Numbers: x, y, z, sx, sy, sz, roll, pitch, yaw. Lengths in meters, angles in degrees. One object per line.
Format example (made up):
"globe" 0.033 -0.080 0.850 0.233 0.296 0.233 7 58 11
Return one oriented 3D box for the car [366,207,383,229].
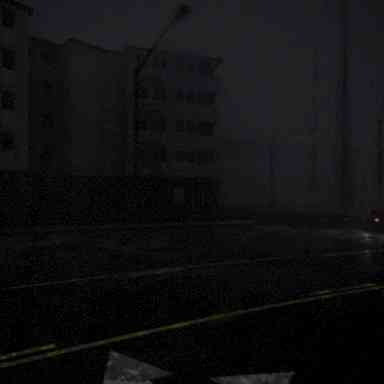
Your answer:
"car" 13.414 1.287 20.250 5.566 2.045 2.150 0 0 -18
